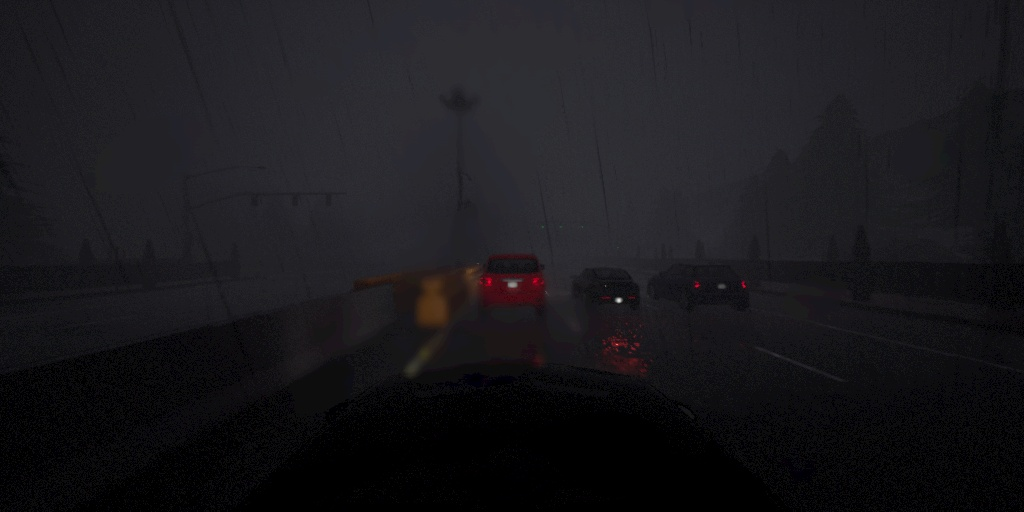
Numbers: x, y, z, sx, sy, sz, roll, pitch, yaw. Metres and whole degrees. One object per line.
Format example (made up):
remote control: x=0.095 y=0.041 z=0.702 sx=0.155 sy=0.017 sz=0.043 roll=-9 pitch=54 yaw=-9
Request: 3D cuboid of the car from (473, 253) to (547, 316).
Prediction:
car: x=0.057 y=0.905 z=13.169 sx=2.150 sy=2.045 sz=5.566 roll=0 pitch=1 yaw=1

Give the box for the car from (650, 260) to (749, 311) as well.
car: x=7.076 y=1.025 z=14.158 sx=2.097 sy=1.767 sz=4.553 roll=0 pitch=0 yaw=1

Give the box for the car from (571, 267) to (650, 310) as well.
car: x=3.577 y=1.179 z=14.292 sx=1.837 sy=1.490 sz=4.892 roll=0 pitch=1 yaw=1
